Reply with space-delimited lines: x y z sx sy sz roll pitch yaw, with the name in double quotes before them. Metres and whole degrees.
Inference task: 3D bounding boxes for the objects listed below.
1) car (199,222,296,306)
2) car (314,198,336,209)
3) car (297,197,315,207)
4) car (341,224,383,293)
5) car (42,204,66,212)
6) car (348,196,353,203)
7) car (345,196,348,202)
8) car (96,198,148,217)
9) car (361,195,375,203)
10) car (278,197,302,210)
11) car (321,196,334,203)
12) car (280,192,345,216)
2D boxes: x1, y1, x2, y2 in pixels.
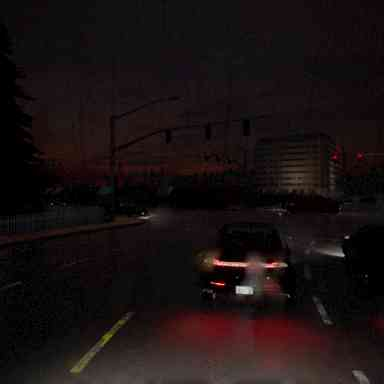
"car" 1.424 1.492 8.149 2.128 1.511 4.902 0 0 12
"car" 19.166 1.547 47.874 2.033 1.411 5.357 0 0 32
"car" 18.145 1.525 52.879 1.812 1.442 4.674 0 0 32
"car" 5.175 1.547 8.523 2.033 1.411 5.357 0 0 16
"car" -16.630 1.408 38.569 4.553 1.767 2.097 0 0 32
"car" 31.991 1.540 68.601 2.033 1.411 5.357 0 0 32
"car" 24.615 1.491 56.698 2.128 1.511 4.902 0 0 32
"car" -6.838 1.603 32.462 5.357 1.411 2.033 0 0 32
"car" 35.890 1.478 68.263 1.882 1.535 5.008 0 0 32
"car" 13.396 1.505 45.178 1.837 1.490 4.892 0 0 32
"car" 28.152 1.524 69.035 1.812 1.442 4.674 0 0 32
"car" 11.864 1.266 32.695 5.566 2.045 2.150 0 1 -25
